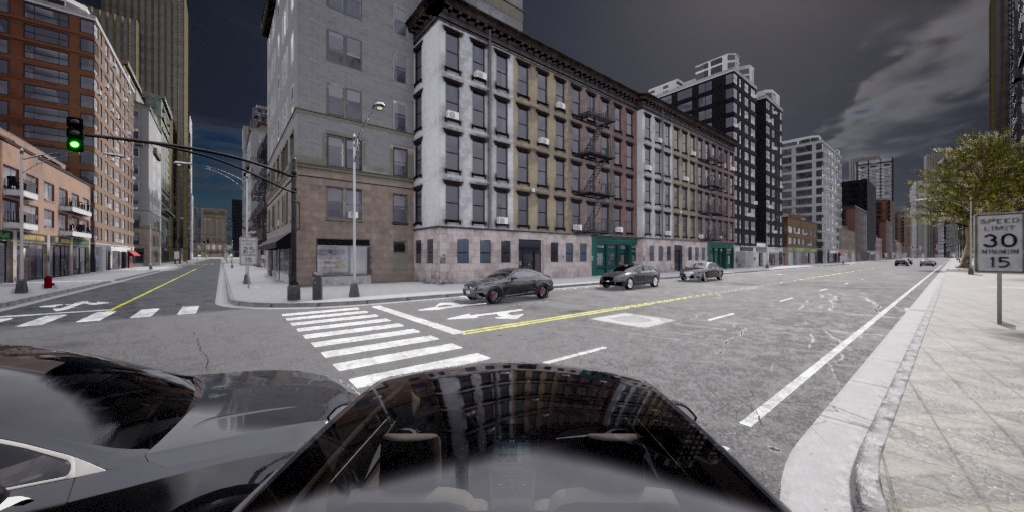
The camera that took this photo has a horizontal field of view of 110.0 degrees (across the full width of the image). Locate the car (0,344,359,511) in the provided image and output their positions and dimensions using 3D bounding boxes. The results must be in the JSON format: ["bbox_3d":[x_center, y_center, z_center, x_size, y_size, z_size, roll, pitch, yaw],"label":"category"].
[{"bbox_3d":[-3.225,1.257,1.754,4.892,1.490,1.837,0,0,-35],"label":"car"}]

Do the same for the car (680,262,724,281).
[{"bbox_3d":[15.615,1.236,29.451,4.902,1.511,2.128,0,0,-39],"label":"car"}]

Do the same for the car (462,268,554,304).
[{"bbox_3d":[-0.066,1.287,16.731,4.674,1.442,1.812,0,0,-39],"label":"car"}]

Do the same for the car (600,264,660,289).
[{"bbox_3d":[7.616,1.258,22.968,4.892,1.490,1.837,0,0,-39],"label":"car"}]
